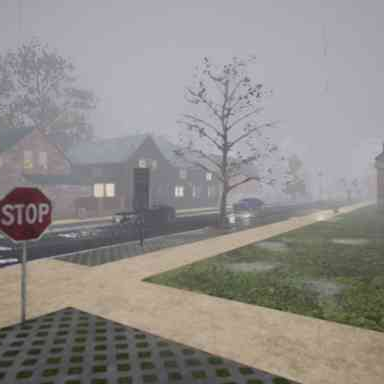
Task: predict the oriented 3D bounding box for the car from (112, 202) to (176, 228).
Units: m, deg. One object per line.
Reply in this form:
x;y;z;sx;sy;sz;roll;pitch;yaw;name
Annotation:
-2.975;1.391;21.461;2.128;1.511;4.902;1;1;34;car

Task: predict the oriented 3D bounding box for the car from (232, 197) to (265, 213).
5.972;1.295;34.874;1.882;1.535;5.008;1;1;34;car
